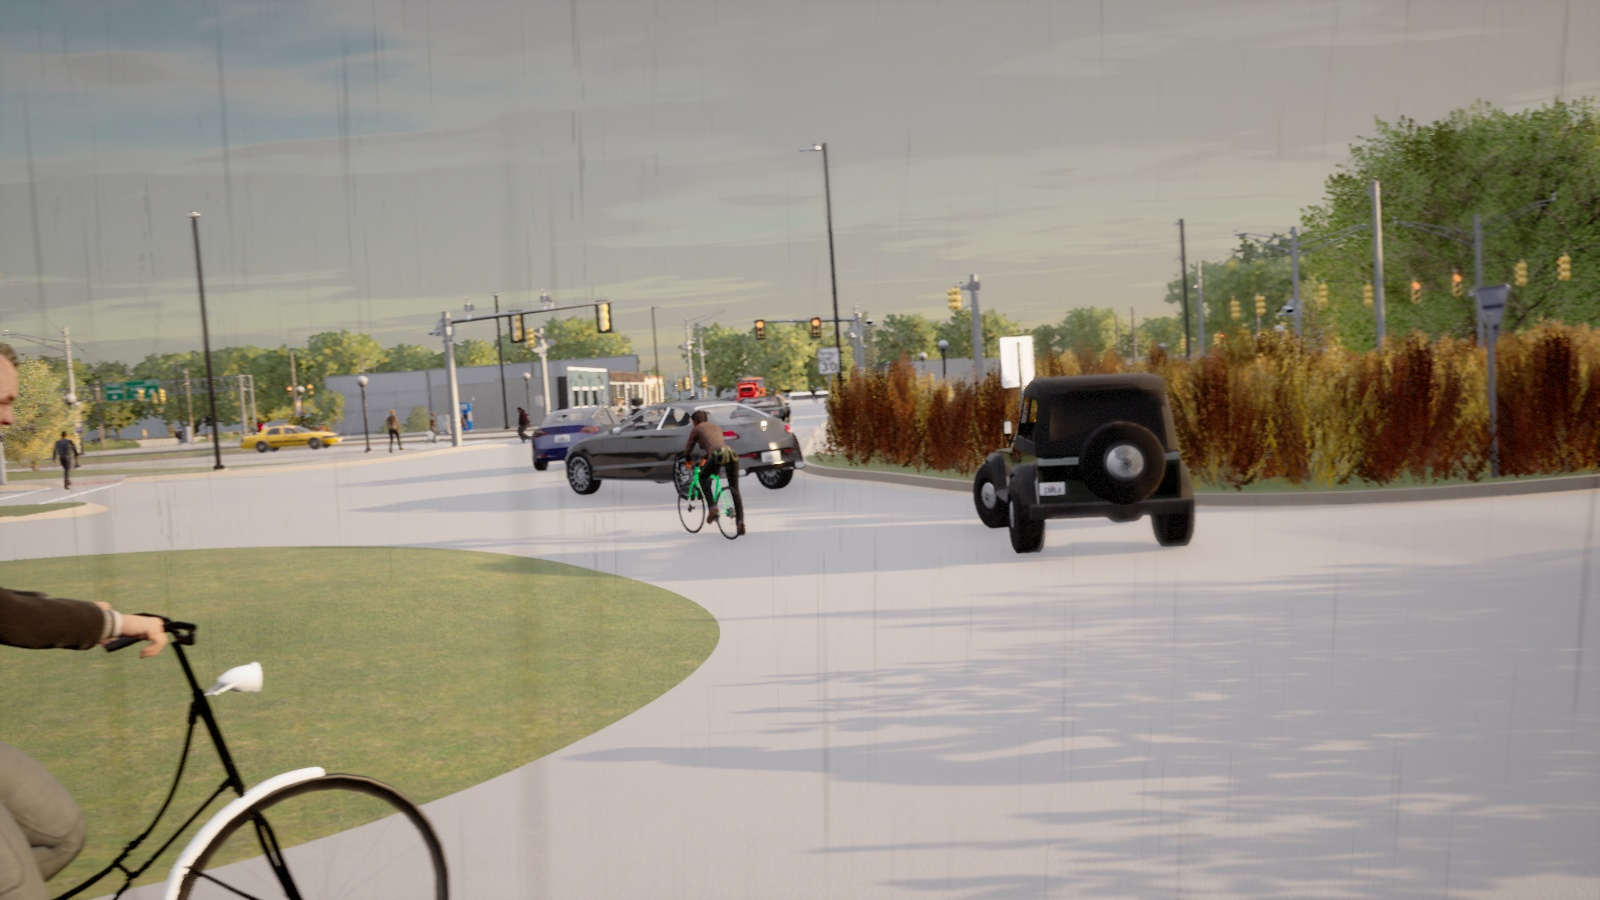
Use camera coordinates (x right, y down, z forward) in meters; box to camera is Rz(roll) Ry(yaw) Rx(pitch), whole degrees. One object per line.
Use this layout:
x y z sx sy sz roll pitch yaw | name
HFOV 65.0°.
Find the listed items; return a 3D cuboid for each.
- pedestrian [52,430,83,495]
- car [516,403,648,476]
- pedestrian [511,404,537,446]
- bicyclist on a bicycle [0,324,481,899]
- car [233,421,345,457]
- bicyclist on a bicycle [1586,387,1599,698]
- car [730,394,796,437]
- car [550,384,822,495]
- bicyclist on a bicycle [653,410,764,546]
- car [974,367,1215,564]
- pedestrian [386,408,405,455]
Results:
-22.633 0.379 38.813 0.423 1.949 0.788 -5 4 -10 | pedestrian
-5.512 -0.339 32.488 2.163 1.488 4.792 -5 3 4 | car
-12.778 -1.171 58.111 0.899 1.844 0.634 -4 4 -1 | pedestrian
-1.694 0.649 2.691 1.843 1.776 0.659 0 -1 -38 | bicyclist on a bicycle
-28.593 -0.625 70.366 5.366 1.575 1.801 -4 3 0 | car
4.168 0.503 5.730 0.582 1.620 1.656 -2 2 19 | bicyclist on a bicycle
-1.267 -1.272 45.035 1.895 1.301 4.718 -4 2 3 | car
-2.167 -0.210 22.623 2.152 1.651 5.027 -7 5 -42 | car
-1.186 0.319 16.050 0.582 1.620 1.656 -5 4 -34 | bicyclist on a bicycle
3.213 0.058 14.480 1.905 1.878 3.866 -3 3 2 | car
-16.457 -0.764 51.099 0.331 1.846 0.634 -3 4 12 | pedestrian
